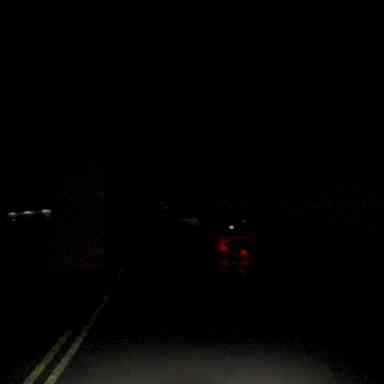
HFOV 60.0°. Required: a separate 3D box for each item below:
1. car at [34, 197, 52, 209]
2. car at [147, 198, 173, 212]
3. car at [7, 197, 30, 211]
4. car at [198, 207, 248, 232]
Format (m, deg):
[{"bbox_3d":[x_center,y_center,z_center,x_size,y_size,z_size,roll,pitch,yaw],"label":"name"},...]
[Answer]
[{"bbox_3d":[-18.637,1.353,42.224,2.128,1.511,4.902,0,0,-40],"label":"car"},{"bbox_3d":[-3.637,1.398,37.250,2.128,1.511,4.902,0,0,-23],"label":"car"},{"bbox_3d":[-19.974,1.346,38.212,1.882,1.535,5.008,1,0,-36],"label":"car"},{"bbox_3d":[1.680,1.559,19.791,1.895,1.301,4.718,0,0,-11],"label":"car"}]
